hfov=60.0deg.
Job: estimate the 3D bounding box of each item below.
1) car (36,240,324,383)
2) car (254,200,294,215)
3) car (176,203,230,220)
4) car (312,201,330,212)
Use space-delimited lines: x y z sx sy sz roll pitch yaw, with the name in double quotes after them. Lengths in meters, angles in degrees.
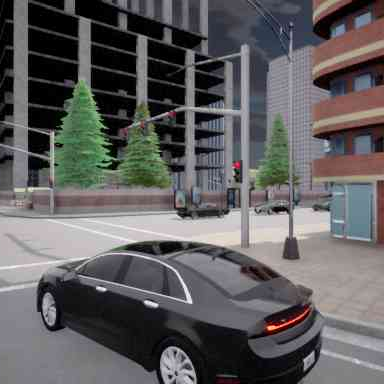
-0.602 1.505 5.065 4.892 1.490 1.837 0 0 41 "car"
8.566 1.547 34.543 4.902 1.511 2.128 0 0 -35 "car"
0.973 1.656 29.125 4.718 1.301 1.895 0 0 -36 "car"
16.663 1.407 40.295 4.553 1.767 2.097 0 0 -35 "car"
